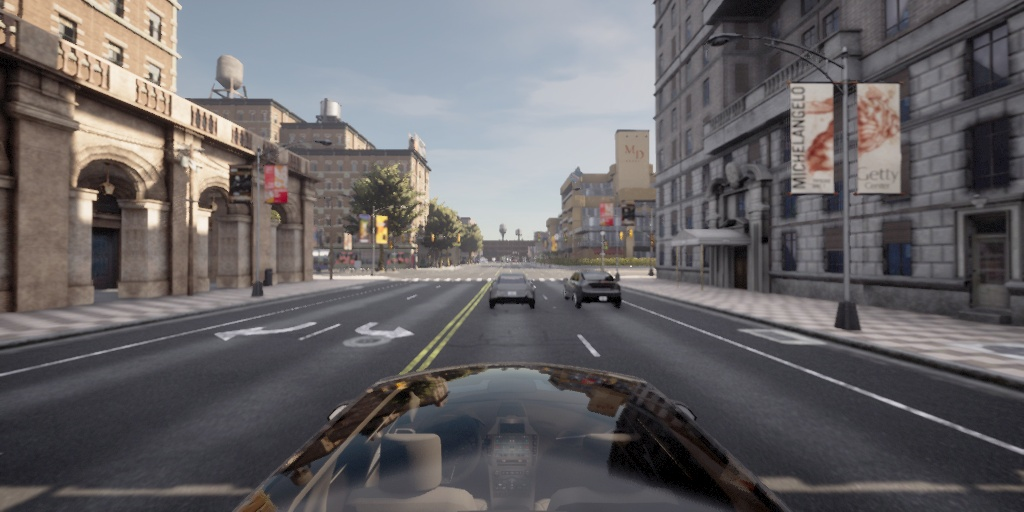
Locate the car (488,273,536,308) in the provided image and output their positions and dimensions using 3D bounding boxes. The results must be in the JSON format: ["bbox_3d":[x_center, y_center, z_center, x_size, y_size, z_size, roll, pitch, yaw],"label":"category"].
[{"bbox_3d":[0.003,1.452,16.123,1.994,1.385,4.181,0,-1,0],"label":"car"}]

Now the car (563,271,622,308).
[{"bbox_3d":[3.503,1.396,16.178,1.837,1.490,4.892,0,0,0],"label":"car"}]
